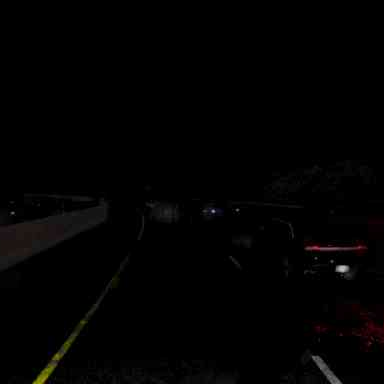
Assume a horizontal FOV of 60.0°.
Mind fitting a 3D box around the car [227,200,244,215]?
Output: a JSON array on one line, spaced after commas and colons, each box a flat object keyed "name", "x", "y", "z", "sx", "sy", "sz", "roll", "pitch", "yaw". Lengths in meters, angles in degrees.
[{"name": "car", "x": 3.856, "y": 1.513, "z": 33.502, "sx": 1.812, "sy": 1.442, "sz": 4.674, "roll": 0, "pitch": 0, "yaw": -10}]

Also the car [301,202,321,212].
[{"name": "car", "x": 8.983, "y": 1.486, "z": 23.213, "sx": 1.837, "sy": 1.490, "sz": 4.892, "roll": 0, "pitch": 0, "yaw": -7}]

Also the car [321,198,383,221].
[{"name": "car", "x": 6.645, "y": 1.209, "z": 10.958, "sx": 2.150, "sy": 2.045, "sz": 5.566, "roll": 0, "pitch": 0, "yaw": -3}]

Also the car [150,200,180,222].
[{"name": "car", "x": -2.057, "y": 1.561, "z": 26.394, "sx": 1.994, "sy": 1.385, "sz": 4.181, "roll": 0, "pitch": 0, "yaw": -8}]

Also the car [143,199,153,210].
[{"name": "car", "x": -5.239, "y": 1.600, "z": 42.634, "sx": 1.895, "sy": 1.301, "sz": 4.718, "roll": 0, "pitch": 0, "yaw": -13}]

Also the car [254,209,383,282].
[{"name": "car", "x": 3.192, "y": 1.485, "z": 9.787, "sx": 2.128, "sy": 1.511, "sz": 4.902, "roll": 0, "pitch": 0, "yaw": -3}]

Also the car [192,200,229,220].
[{"name": "car", "x": 1.236, "y": 1.540, "z": 28.289, "sx": 2.033, "sy": 1.411, "sz": 5.357, "roll": 0, "pitch": 0, "yaw": -9}]
